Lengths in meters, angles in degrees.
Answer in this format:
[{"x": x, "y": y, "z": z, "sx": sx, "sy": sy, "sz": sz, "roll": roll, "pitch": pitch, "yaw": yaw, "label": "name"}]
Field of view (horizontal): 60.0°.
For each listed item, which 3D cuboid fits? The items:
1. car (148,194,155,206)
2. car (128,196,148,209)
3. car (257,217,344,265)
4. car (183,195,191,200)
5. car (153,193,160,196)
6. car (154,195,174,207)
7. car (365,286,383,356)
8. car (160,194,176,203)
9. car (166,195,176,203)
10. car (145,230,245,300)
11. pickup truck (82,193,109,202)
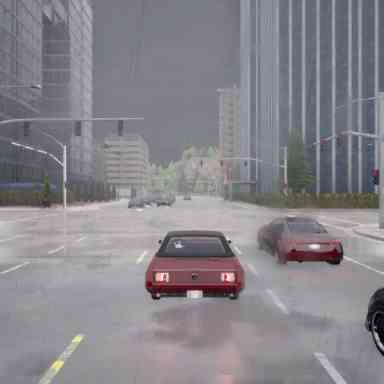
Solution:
[{"x": -7.876, "y": 1.505, "z": 56.068, "sx": 1.837, "sy": 1.490, "sz": 4.892, "roll": 0, "pitch": 0, "yaw": -1, "label": "car"}, {"x": -7.747, "y": 1.505, "z": 46.695, "sx": 1.837, "sy": 1.490, "sz": 4.892, "roll": 0, "pitch": 0, "yaw": -1, "label": "car"}, {"x": 3.582, "y": 1.564, "z": 11.715, "sx": 1.994, "sy": 1.385, "sz": 4.181, "roll": 0, "pitch": 0, "yaw": 0, "label": "car"}, {"x": -1.257, "y": 1.552, "z": 88.631, "sx": 1.994, "sy": 1.385, "sz": 4.181, "roll": 0, "pitch": 0, "yaw": -1, "label": "car"}, {"x": -7.968, "y": 1.491, "z": 66.156, "sx": 2.128, "sy": 1.511, "sz": 4.902, "roll": 0, "pitch": 0, "yaw": 0, "label": "car"}, {"x": -4.315, "y": 1.564, "z": 52.021, "sx": 1.994, "sy": 1.385, "sz": 4.181, "roll": 0, "pitch": 0, "yaw": -1, "label": "car"}, {"x": 3.610, "y": 1.564, "z": 3.304, "sx": 1.994, "sy": 1.385, "sz": 4.181, "roll": 0, "pitch": 0, "yaw": -1, "label": "car"}, {"x": -4.441, "y": 1.505, "z": 62.211, "sx": 1.837, "sy": 1.490, "sz": 4.892, "roll": 0, "pitch": 0, "yaw": -1, "label": "car"}, {"x": -4.529, "y": 1.525, "z": 72.509, "sx": 2.128, "sy": 1.511, "sz": 4.902, "roll": 0, "pitch": 0, "yaw": -1, "label": "car"}, {"x": 0.074, "y": 1.601, "z": 8.358, "sx": 1.895, "sy": 1.301, "sz": 4.718, "roll": 0, "pitch": 0, "yaw": 0, "label": "car"}, {"x": -21.165, "y": 1.058, "z": 73.415, "sx": 2.390, "sy": 2.098, "sz": 6.274, "roll": 0, "pitch": 0, "yaw": 30, "label": "pickup truck"}]
